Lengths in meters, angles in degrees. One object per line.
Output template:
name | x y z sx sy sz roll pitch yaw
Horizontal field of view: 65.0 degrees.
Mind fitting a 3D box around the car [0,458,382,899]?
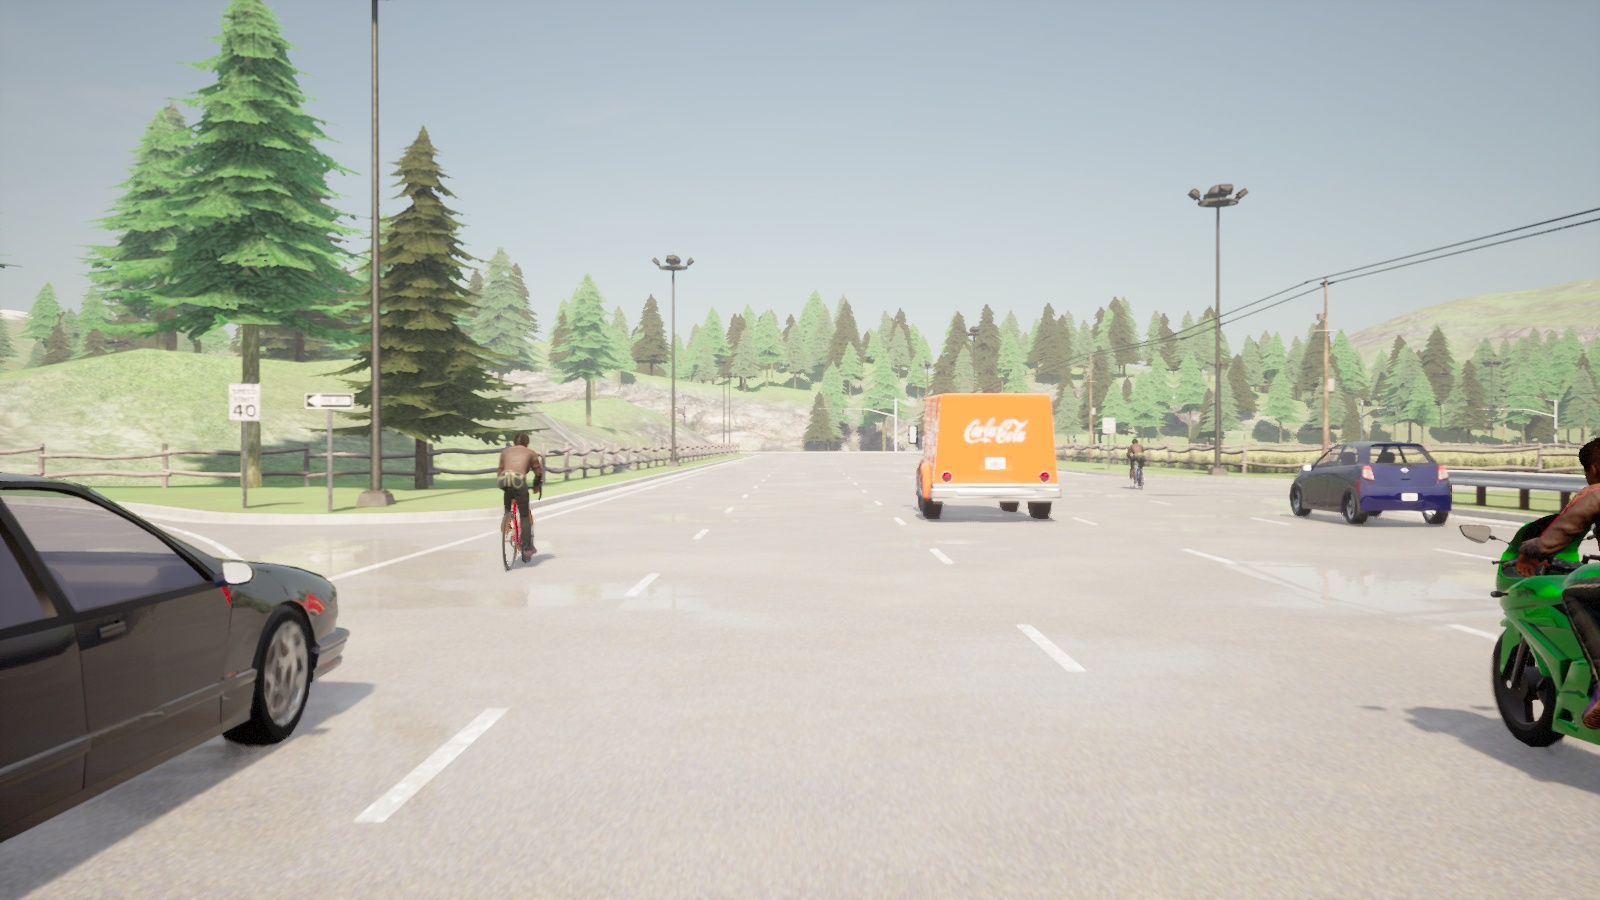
car | -3.459 0.765 4.622 2.033 1.411 5.357 0 0 0

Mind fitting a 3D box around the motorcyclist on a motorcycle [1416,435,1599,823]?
motorcyclist on a motorcycle | 3.546 0.701 5.401 0.797 1.523 2.044 0 0 0

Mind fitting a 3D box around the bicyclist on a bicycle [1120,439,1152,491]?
bicyclist on a bicycle | 10.742 0.482 40.148 0.582 1.620 1.656 0 0 0

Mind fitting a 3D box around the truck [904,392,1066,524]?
truck | 3.663 0.120 26.013 2.627 2.467 5.204 0 1 0

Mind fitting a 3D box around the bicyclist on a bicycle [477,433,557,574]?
bicyclist on a bicycle | -3.399 0.611 15.214 0.582 1.620 1.656 0 0 0

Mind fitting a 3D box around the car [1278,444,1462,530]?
car | 10.650 0.634 23.764 1.845 1.501 3.633 0 0 0
